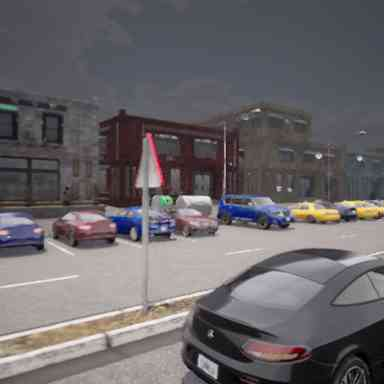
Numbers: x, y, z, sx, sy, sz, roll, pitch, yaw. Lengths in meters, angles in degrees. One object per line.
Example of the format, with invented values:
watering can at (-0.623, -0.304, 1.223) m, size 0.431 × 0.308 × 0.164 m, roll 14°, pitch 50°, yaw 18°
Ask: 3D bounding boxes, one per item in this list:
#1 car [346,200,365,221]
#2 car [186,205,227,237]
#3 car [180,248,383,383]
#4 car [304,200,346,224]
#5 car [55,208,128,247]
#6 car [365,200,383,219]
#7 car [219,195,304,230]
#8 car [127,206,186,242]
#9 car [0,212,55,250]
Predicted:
car at (10.645, 1.528, 26.546) m, size 2.163 × 1.488 × 4.792 m, roll 0°, pitch 0°, yaw -36°
car at (-0.492, 1.528, 18.422) m, size 2.002 × 1.452 × 4.674 m, roll 0°, pitch 0°, yaw -36°
car at (2.018, 1.526, 4.593) m, size 4.674 × 1.442 × 1.812 m, roll 0°, pitch 0°, yaw -36°
car at (8.321, 1.490, 25.052) m, size 1.946 × 1.575 × 5.366 m, roll 0°, pitch 0°, yaw -36°
car at (-4.950, 1.532, 15.177) m, size 2.002 × 1.452 × 4.674 m, roll 0°, pitch 0°, yaw -36°
car at (12.783, 1.501, 28.293) m, size 1.946 × 1.575 × 5.366 m, roll 0°, pitch 0°, yaw -36°
car at (3.988, 1.237, 21.638) m, size 2.435 × 2.045 × 5.566 m, roll 0°, pitch 0°, yaw -36°
car at (-2.718, 1.490, 16.795) m, size 2.097 × 1.535 × 5.008 m, roll 0°, pitch 0°, yaw -36°
car at (-7.287, 1.535, 13.479) m, size 2.002 × 1.452 × 4.674 m, roll 0°, pitch 0°, yaw -36°
